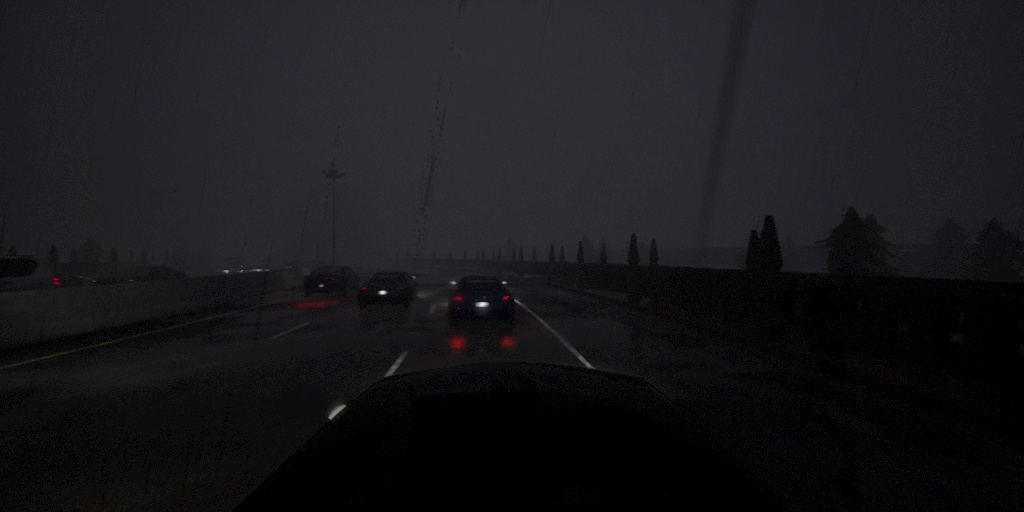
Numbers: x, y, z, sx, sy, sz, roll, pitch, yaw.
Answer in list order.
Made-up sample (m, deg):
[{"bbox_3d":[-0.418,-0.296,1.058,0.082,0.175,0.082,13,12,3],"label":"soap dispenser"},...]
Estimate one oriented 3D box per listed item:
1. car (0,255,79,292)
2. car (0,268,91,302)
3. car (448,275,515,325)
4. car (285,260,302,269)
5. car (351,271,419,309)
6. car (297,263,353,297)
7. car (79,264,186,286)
[{"bbox_3d":[-14.879,0.981,8.764,2.150,2.045,5.566,0,0,-7],"label":"car"},{"bbox_3d":[-23.576,1.331,17.426,1.994,1.385,4.181,0,0,-14],"label":"car"},{"bbox_3d":[-1.064,1.318,11.947,1.994,1.385,4.181,0,0,-7],"label":"car"},{"bbox_3d":[-28.012,1.284,46.319,1.837,1.490,4.892,0,0,-31],"label":"car"},{"bbox_3d":[-5.115,1.322,15.221,1.994,1.385,4.181,0,0,-10],"label":"car"},{"bbox_3d":[-9.450,1.239,19.208,1.882,1.535,5.008,0,0,-12],"label":"car"},{"bbox_3d":[-20.634,1.244,20.074,1.882,1.535,5.008,0,0,-15],"label":"car"}]
